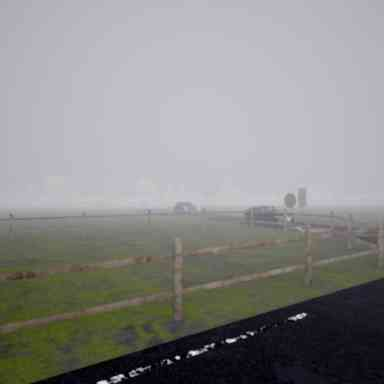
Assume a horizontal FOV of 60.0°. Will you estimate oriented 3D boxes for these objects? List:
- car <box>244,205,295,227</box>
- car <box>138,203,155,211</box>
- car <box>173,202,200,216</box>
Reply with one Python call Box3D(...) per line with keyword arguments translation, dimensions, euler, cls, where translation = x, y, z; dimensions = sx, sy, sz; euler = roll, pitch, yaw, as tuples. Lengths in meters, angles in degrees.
Box3D(translation=(5.933, 1.801, 25.916), dimensions=(2.128, 1.511, 4.902), euler=(1, -1, -23), cls="car")
Box3D(translation=(-8.025, 2.640, 58.317), dimensions=(1.895, 1.301, 4.718), euler=(1, -1, -23), cls="car")
Box3D(translation=(-0.757, 1.984, 41.352), dimensions=(2.097, 1.767, 4.553), euler=(1, -1, -23), cls="car")
